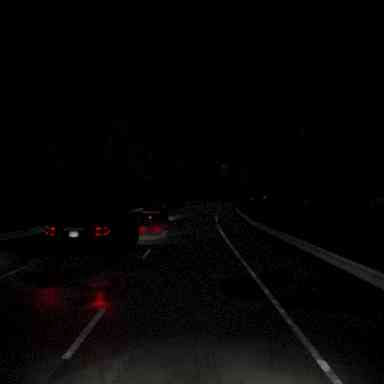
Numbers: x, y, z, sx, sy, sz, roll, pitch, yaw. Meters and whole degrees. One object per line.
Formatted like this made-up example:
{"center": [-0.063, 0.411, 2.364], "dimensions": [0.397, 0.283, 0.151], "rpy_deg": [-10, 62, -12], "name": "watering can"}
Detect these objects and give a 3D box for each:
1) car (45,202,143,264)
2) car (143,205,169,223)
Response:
{"center": [-3.486, 1.366, 12.542], "dimensions": [2.150, 2.045, 5.566], "rpy_deg": [0, 0, 0], "name": "car"}
{"center": [-3.101, 1.811, 28.396], "dimensions": [2.128, 1.511, 4.902], "rpy_deg": [0, 0, 4], "name": "car"}
